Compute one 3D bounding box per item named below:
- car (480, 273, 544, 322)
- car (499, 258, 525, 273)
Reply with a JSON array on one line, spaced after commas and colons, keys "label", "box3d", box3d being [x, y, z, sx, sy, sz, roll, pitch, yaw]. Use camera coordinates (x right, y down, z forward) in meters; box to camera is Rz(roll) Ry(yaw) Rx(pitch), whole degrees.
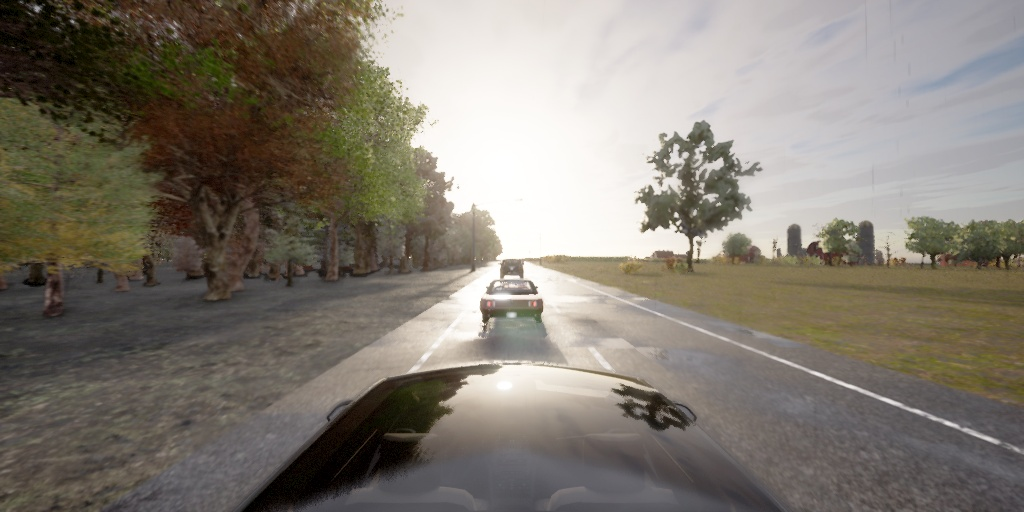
[{"label": "car", "box3d": [-0.003, 1.431, 12.578, 1.895, 1.301, 4.718, 0, 0, 0]}, {"label": "car", "box3d": [-0.004, 1.201, 33.435, 2.150, 2.045, 5.566, 0, 0, 0]}]
